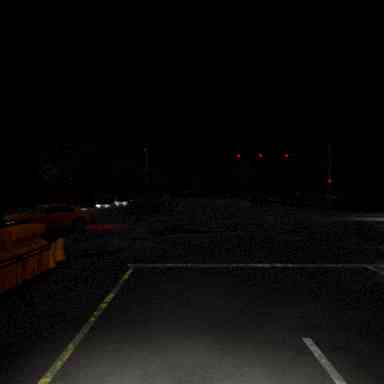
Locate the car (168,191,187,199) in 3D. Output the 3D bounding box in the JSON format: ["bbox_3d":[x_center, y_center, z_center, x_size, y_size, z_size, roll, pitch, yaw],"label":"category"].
[{"bbox_3d":[-4.265,0.822,95.294,2.150,2.045,5.566,0,0,-22],"label":"car"}]

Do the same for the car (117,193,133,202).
[{"bbox_3d":[-13.992,1.326,67.760,1.895,1.301,4.718,0,0,0],"label":"car"}]

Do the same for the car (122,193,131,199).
[{"bbox_3d":[-18.136,1.111,92.529,1.837,1.490,4.892,0,0,-18],"label":"car"}]

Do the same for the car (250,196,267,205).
[{"bbox_3d":[10.642,1.337,53.094,2.033,1.411,5.357,0,0,-1],"label":"car"}]

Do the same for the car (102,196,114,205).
[{"bbox_3d":[-14.076,1.349,54.174,1.994,1.385,4.181,0,0,0],"label":"car"}]

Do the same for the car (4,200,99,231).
[{"bbox_3d":[-7.993,1.423,18.362,1.882,1.535,5.008,-2,-1,42],"label":"car"}]

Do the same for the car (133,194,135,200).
[{"bbox_3d":[-14.547,1.035,78.008,2.097,1.767,4.553,0,0,-6],"label":"car"}]

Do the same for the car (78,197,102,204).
[{"bbox_3d":[-14.091,1.376,44.106,2.033,1.411,5.357,0,0,0],"label":"car"}]
